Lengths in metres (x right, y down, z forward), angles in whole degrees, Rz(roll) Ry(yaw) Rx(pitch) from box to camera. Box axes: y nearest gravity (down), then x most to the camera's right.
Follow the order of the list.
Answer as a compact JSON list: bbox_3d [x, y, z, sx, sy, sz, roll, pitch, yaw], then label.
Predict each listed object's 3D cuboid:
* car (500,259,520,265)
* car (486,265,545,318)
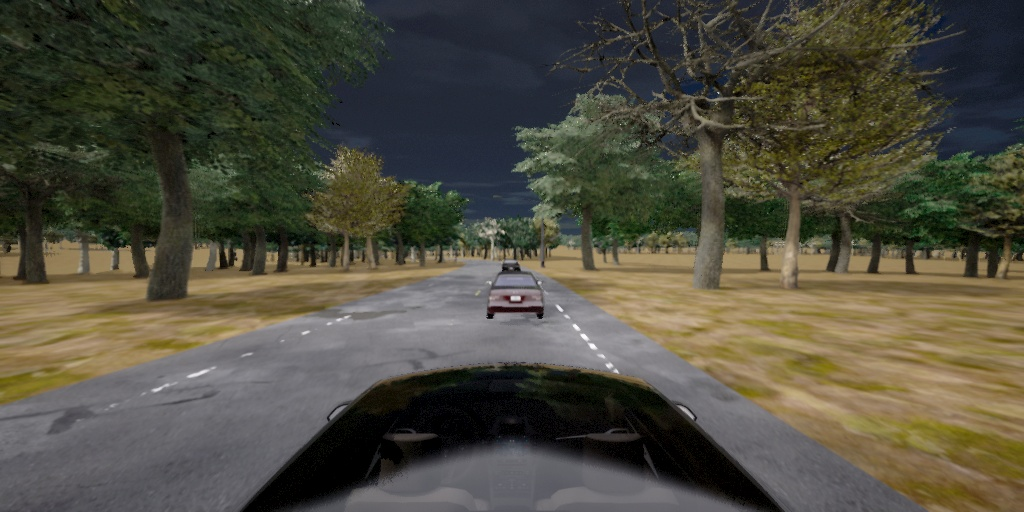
[{"bbox_3d":[-0.180,1.056,37.862,1.882,1.535,5.008,0,0,-2],"label":"car"},{"bbox_3d":[0.100,1.232,12.682,2.033,1.411,5.357,0,0,0],"label":"car"}]
